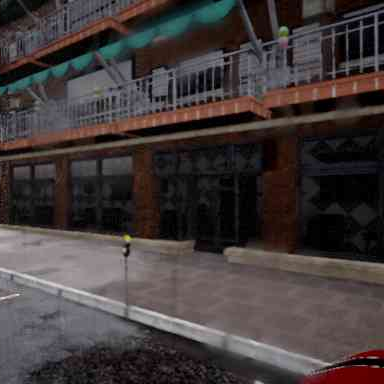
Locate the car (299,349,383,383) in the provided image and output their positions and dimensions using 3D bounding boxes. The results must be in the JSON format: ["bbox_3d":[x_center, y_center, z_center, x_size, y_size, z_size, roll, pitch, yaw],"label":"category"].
[{"bbox_3d":[2.251,1.449,1.282,4.097,1.590,1.967,0,0,36],"label":"car"}]
